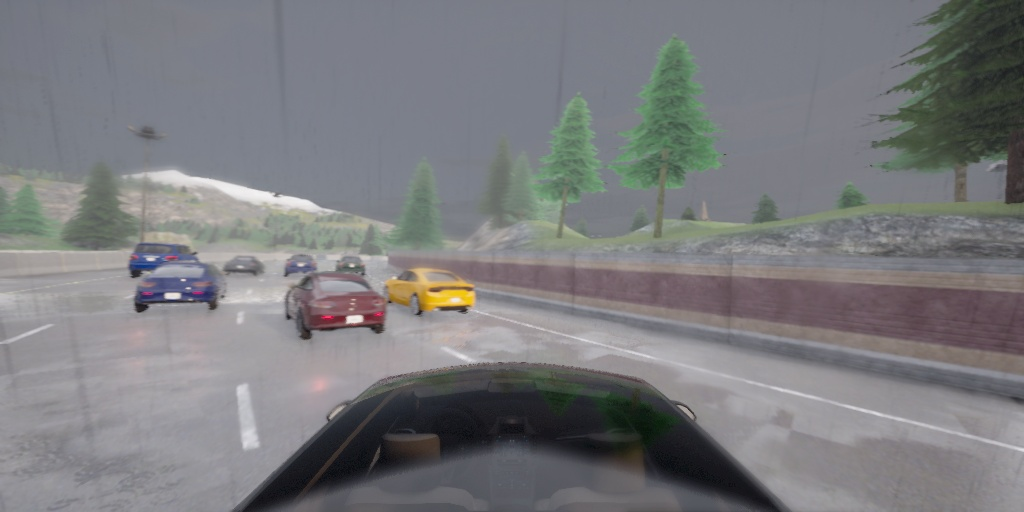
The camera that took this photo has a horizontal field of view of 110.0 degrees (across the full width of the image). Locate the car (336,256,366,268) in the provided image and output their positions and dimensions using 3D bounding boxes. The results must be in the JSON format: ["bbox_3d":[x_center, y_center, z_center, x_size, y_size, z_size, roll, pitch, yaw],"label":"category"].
[{"bbox_3d":[-13.769,0.781,30.579,2.097,1.767,4.553,3,-1,-28],"label":"car"}]

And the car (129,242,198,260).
[{"bbox_3d":[-21.138,0.239,22.045,2.150,2.045,5.566,3,-1,-29],"label":"car"}]

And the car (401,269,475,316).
[{"bbox_3d":[-3.239,1.200,13.363,1.882,1.535,5.008,3,-1,-36],"label":"car"}]

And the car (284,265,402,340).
[{"bbox_3d":[-4.752,1.142,9.503,1.812,1.442,4.674,3,-1,-37],"label":"car"}]

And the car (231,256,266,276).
[{"bbox_3d":[-19.326,0.703,26.117,1.994,1.385,4.181,3,-1,-28],"label":"car"}]

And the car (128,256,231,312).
[{"bbox_3d":[-10.723,0.902,11.851,1.812,1.442,4.674,3,-1,-35],"label":"car"}]

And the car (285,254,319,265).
[{"bbox_3d":[-16.297,0.642,27.882,2.097,1.767,4.553,3,-1,-28],"label":"car"}]
